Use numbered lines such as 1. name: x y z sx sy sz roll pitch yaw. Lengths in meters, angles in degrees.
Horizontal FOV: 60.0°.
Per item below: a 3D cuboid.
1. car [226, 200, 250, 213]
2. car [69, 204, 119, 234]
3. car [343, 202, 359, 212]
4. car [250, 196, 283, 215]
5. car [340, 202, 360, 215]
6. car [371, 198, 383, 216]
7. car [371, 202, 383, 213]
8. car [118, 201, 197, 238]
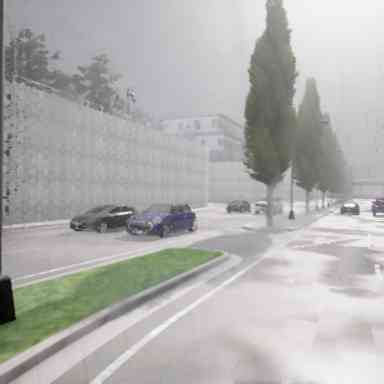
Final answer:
1. car: 5.566 1.694 39.149 1.837 1.490 4.892 1 -1 27
2. car: -4.775 1.463 19.153 1.837 1.490 4.892 1 0 27
3. car: 22.989 2.097 47.963 1.895 1.301 4.718 1 0 27
4. car: 8.795 1.441 37.762 2.150 2.045 5.566 1 0 27
5. car: 19.035 1.975 40.081 1.994 1.385 4.181 1 0 28
6. car: 21.908 1.678 37.987 2.150 2.045 5.566 1 0 28
7. car: 26.092 2.110 46.343 1.994 1.385 4.181 1 0 27
8. car: -1.496 1.364 17.871 2.097 1.767 4.553 1 0 27
